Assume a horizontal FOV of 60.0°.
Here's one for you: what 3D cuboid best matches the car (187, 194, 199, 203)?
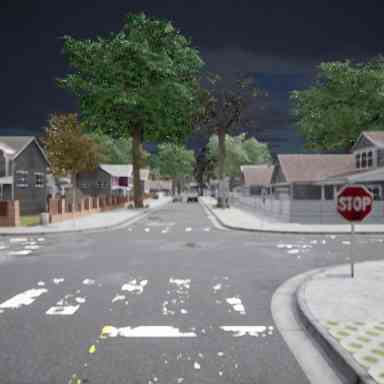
[{"bbox_3d":[0.113,1.116,56.898,1.882,1.535,5.008,0,0,0],"label":"car"}]

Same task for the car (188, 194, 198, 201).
[{"bbox_3d":[0.134,1.139,67.318,1.994,1.385,4.181,0,0,0],"label":"car"}]

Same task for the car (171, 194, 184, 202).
[{"bbox_3d":[-2.629,1.118,61.074,1.837,1.490,4.892,0,0,0],"label":"car"}]
